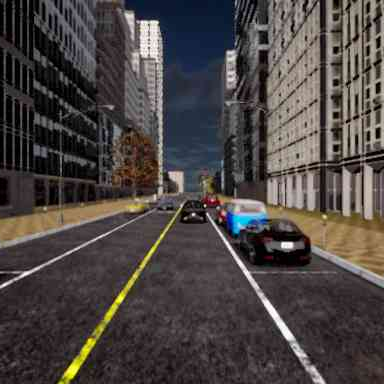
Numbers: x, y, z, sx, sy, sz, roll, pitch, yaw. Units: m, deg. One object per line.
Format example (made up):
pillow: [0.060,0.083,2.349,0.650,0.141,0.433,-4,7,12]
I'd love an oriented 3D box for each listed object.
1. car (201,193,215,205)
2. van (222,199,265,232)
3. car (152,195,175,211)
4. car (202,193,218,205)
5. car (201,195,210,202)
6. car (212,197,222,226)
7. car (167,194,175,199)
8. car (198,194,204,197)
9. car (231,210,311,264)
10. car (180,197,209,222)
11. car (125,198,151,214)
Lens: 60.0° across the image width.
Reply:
car: [2.700,1.153,57.026,2.192,1.841,5.009,0,0,0]
van: [2.695,1.300,17.182,1.690,1.788,3.998,0,0,0]
car: [-3.094,1.442,39.607,2.033,1.411,5.357,0,0,0]
car: [2.699,1.190,45.641,2.192,1.841,5.009,0,0,0]
car: [2.700,1.323,68.580,1.752,1.417,4.829,0,0,0]
car: [2.695,1.384,22.873,1.967,1.590,4.097,0,0,0]
car: [-5.678,1.263,91.193,2.008,1.369,4.403,0,0,0]
car: [0.105,1.390,42.019,2.163,1.488,4.792,0,0,0]
car: [2.694,1.539,11.488,1.947,1.339,4.313,0,0,0]
car: [0.102,1.414,25.633,1.882,1.535,5.008,0,0,0]
car: [-5.685,1.437,34.099,1.752,1.417,4.829,0,0,0]
